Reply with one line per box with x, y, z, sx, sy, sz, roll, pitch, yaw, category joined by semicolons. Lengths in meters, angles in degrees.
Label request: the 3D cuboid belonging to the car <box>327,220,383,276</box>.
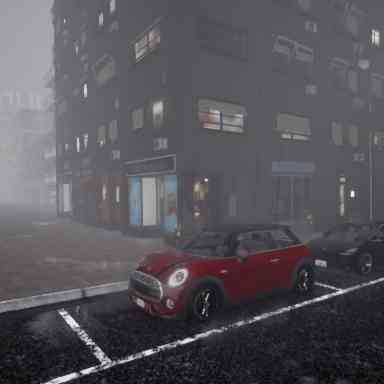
5.279;1.565;10.299;4.313;1.339;1.947;0;-1;-35;car

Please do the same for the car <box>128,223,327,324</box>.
0.708;1.440;7.062;4.097;1.590;1.967;0;-1;-35;car
